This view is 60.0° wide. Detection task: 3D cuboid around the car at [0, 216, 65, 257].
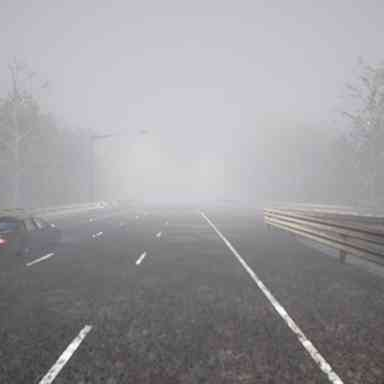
[{"bbox_3d":[-6.972,1.675,13.399,2.033,1.411,5.357,0,-1,-1],"label":"car"}]
